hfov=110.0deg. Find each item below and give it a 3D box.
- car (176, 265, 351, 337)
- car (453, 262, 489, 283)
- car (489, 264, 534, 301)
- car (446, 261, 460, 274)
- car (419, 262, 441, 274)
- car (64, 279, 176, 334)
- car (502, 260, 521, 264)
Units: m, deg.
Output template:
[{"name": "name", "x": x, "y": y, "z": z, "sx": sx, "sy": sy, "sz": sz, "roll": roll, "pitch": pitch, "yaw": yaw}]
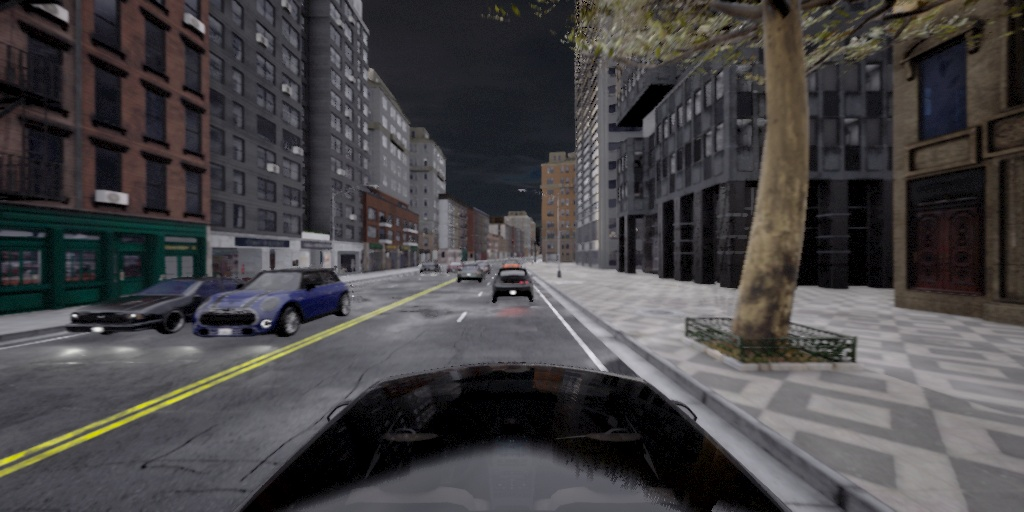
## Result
[{"name": "car", "x": -6.626, "y": 1.160, "z": 10.515, "sx": 2.097, "sy": 1.767, "sz": 4.553, "roll": 0, "pitch": 0, "yaw": 0}, {"name": "car", "x": -3.289, "y": 1.392, "z": 29.468, "sx": 1.994, "sy": 1.385, "sz": 4.181, "roll": 0, "pitch": 0, "yaw": 0}, {"name": "car", "x": 0.028, "y": 1.301, "z": 17.559, "sx": 1.837, "sy": 1.490, "sz": 4.892, "roll": 0, "pitch": 0, "yaw": 0}, {"name": "car", "x": -6.793, "y": 1.383, "z": 43.905, "sx": 1.812, "sy": 1.442, "sz": 4.674, "roll": 0, "pitch": 0, "yaw": 0}, {"name": "car", "x": -10.042, "y": 1.436, "z": 44.251, "sx": 1.994, "sy": 1.385, "sz": 4.181, "roll": 0, "pitch": 0, "yaw": 0}, {"name": "car", "x": -9.882, "y": 1.373, "z": 11.189, "sx": 2.033, "sy": 1.411, "sz": 5.357, "roll": 0, "pitch": 0, "yaw": -1}, {"name": "car", "x": -0.093, "y": 1.175, "z": 40.403, "sx": 2.097, "sy": 1.767, "sz": 4.553, "roll": 0, "pitch": 0, "yaw": 0}]
